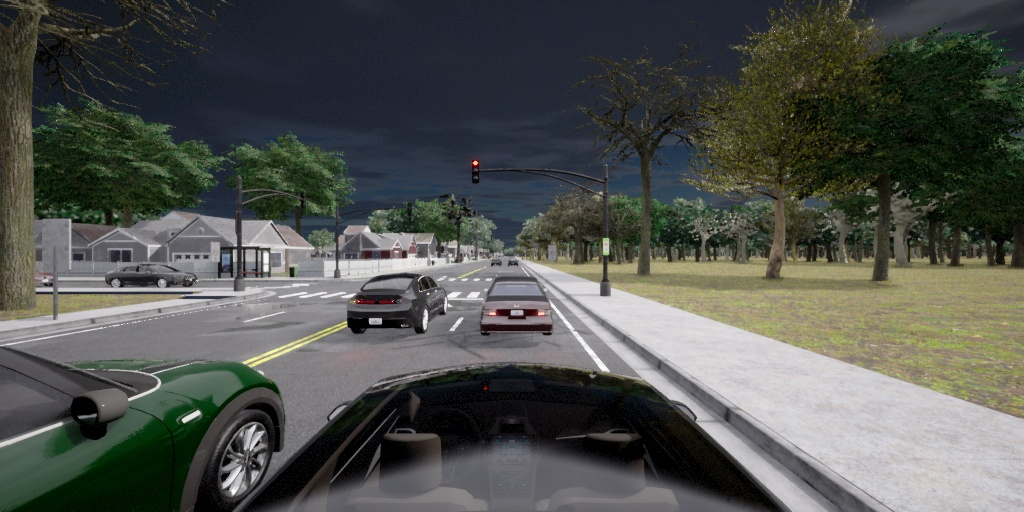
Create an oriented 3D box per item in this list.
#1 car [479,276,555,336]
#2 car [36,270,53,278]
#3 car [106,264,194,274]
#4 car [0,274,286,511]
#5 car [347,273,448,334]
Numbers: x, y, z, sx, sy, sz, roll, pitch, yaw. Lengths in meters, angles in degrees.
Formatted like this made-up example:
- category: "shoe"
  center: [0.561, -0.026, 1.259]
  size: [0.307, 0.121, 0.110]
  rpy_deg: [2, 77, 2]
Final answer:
- category: "car"
  center: [0.112, 1.297, 10.410]
  size: [2.033, 1.411, 5.357]
  rpy_deg: [0, 0, 0]
- category: "car"
  center: [-32.201, 1.322, 22.967]
  size: [4.674, 1.442, 1.812]
  rpy_deg: [0, 0, 0]
- category: "car"
  center: [-22.913, 1.286, 22.893]
  size: [4.892, 1.490, 1.837]
  rpy_deg: [0, 0, 0]
- category: "car"
  center: [-3.148, 1.102, 1.463]
  size: [2.097, 1.767, 4.553]
  rpy_deg: [0, 0, 0]
- category: "car"
  center: [-3.145, 1.254, 10.661]
  size: [1.837, 1.490, 4.892]
  rpy_deg: [0, 0, 0]
